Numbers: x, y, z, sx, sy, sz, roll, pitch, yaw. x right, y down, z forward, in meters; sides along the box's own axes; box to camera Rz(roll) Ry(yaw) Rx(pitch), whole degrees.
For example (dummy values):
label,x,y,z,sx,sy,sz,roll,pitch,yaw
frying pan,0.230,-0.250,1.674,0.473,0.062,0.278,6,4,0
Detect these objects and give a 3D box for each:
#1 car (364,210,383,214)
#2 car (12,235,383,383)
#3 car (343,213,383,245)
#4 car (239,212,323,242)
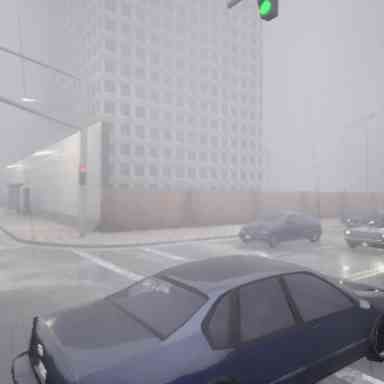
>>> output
label,x,y,z,sx,sy,sz,roll,pitch,yaw
car,11.722,1.840,20.940,4.718,1.301,1.895,1,0,-35
car,0.768,1.586,4.292,5.357,1.411,2.033,1,-1,-36
car,8.627,1.776,14.442,4.718,1.301,1.895,1,0,-35
car,4.308,1.676,15.661,4.674,1.442,1.812,1,0,-35
